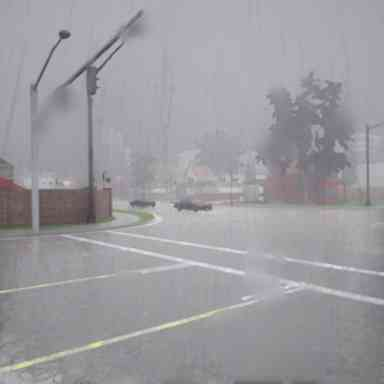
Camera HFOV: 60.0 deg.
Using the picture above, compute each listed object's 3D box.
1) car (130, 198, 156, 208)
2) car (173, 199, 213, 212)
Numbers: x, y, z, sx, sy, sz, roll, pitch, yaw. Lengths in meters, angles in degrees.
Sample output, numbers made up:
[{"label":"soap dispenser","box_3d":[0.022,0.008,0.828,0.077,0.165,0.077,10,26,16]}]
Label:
[{"label":"car","box_3d":[-6.856,1.508,46.364,1.895,1.301,4.718,-1,0,-37]},{"label":"car","box_3d":[0.012,1.444,37.230,2.033,1.411,5.357,-1,0,-37]}]
